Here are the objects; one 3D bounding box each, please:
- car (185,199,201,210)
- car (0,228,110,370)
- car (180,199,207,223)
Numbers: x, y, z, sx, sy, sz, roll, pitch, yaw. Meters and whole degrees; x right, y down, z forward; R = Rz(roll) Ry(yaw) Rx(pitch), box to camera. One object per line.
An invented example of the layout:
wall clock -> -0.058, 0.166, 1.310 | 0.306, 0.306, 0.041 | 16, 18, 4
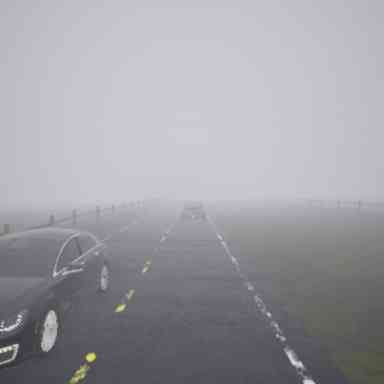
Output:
car -> 0.106, 1.585, 42.901 | 1.895, 1.301, 4.718 | 0, 0, 0
car -> -2.847, 1.502, 6.025 | 1.837, 1.490, 4.892 | 0, 0, 0
car -> 0.102, 1.481, 25.240 | 2.128, 1.511, 4.902 | 0, 0, 0
